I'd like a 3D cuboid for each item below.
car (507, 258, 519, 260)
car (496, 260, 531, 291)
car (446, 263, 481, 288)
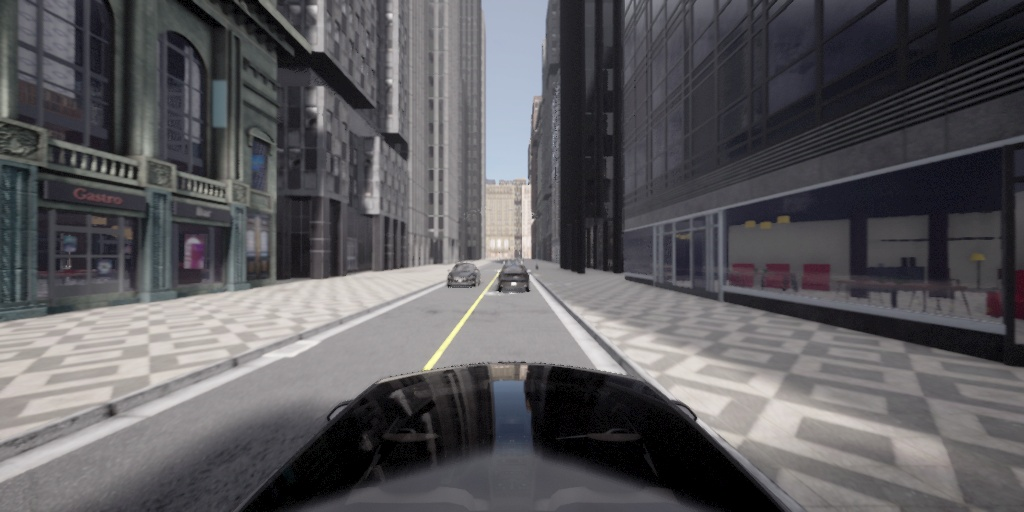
[{"bbox_3d":[0.102,0.992,38.968,2.097,1.767,4.553,0,0,0],"label":"car"},{"bbox_3d":[0.099,1.220,21.672,1.837,1.490,4.892,0,1,0],"label":"car"},{"bbox_3d":[-3.094,1.212,23.684,1.837,1.490,4.892,0,0,0],"label":"car"}]
